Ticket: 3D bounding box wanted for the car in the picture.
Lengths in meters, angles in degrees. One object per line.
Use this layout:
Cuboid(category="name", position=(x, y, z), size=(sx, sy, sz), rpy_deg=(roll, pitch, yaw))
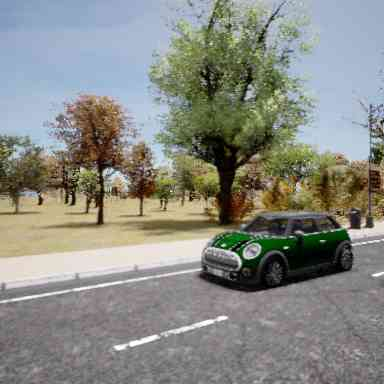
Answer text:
Cuboid(category="car", position=(2.468, 1.362, 9.350), size=(4.553, 1.767, 2.097), rpy_deg=(0, 0, -35))
